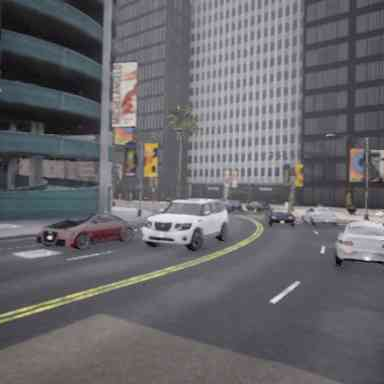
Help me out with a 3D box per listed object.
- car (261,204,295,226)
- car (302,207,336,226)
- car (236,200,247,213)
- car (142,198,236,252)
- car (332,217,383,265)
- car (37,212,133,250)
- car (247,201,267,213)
[{"bbox_3d":[6.950,1.952,26.800,1.895,1.301,4.718,1,0,7],"label":"car"},{"bbox_3d":[10.439,1.960,27.382,1.812,1.442,4.674,1,0,6],"label":"car"},{"bbox_3d":[4.962,1.784,44.102,2.097,1.767,4.553,1,0,-17],"label":"car"},{"bbox_3d":[-0.012,1.331,15.092,2.150,2.045,5.566,1,0,25],"label":"car"},{"bbox_3d":[6.175,1.752,11.909,1.812,1.442,4.674,1,0,25],"label":"car"},{"bbox_3d":[-4.434,1.569,14.358,1.994,1.385,4.181,1,0,28],"label":"car"},{"bbox_3d":[8.606,2.020,44.267,1.837,1.490,4.892,2,-1,-16],"label":"car"}]
